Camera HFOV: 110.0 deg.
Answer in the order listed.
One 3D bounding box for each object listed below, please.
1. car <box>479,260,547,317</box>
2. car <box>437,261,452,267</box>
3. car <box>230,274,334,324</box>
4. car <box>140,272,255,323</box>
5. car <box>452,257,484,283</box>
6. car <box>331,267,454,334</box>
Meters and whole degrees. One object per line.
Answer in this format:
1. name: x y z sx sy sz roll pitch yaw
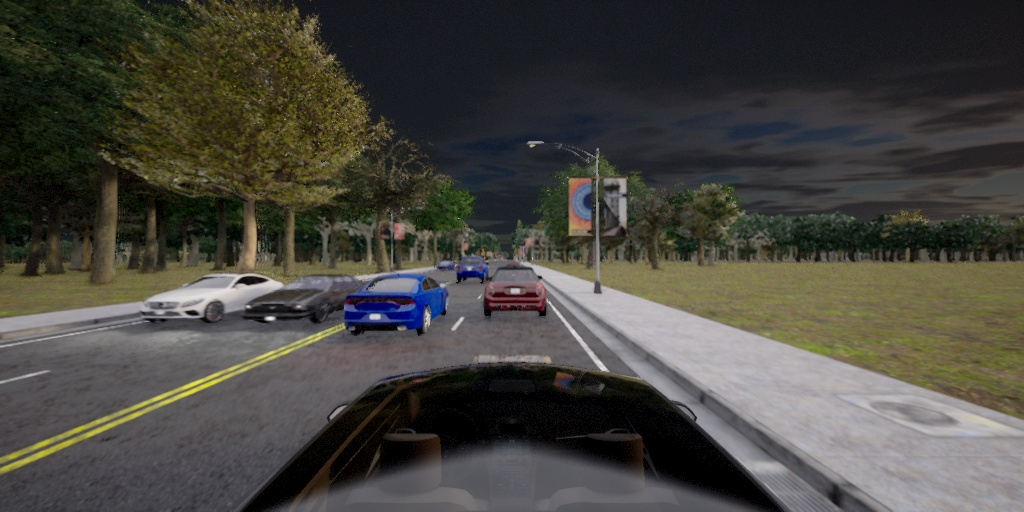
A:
1. car: 0.108 1.141 13.518 2.097 1.767 4.553 0 0 0
2. car: -9.784 1.422 52.911 1.882 1.535 5.008 0 0 0
3. car: -6.591 1.334 12.440 2.033 1.411 5.357 0 0 0
4. car: -9.842 1.311 12.360 1.812 1.442 4.674 0 0 0
5. car: -3.130 1.070 29.100 2.150 2.045 5.566 0 0 0
6. car: -3.145 1.258 10.721 1.882 1.535 5.008 0 0 0
